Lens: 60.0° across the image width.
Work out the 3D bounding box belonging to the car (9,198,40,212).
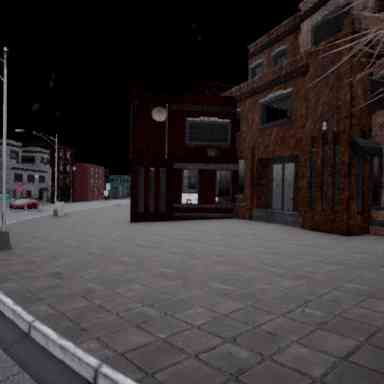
[{"bbox_3d":[-20.614,1.557,41.076,1.882,1.535,5.008,1,0,-1],"label":"car"}]
